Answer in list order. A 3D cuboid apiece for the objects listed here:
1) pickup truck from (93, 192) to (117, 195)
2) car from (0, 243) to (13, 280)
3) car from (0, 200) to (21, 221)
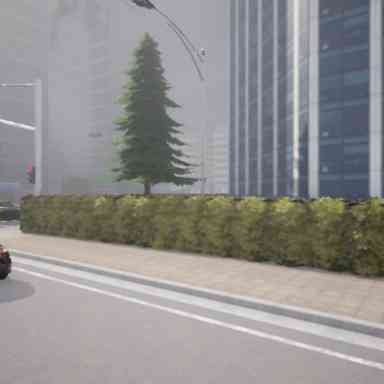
[{"bbox_3d":[-15.737,0.979,61.928,6.274,2.098,2.390,0,0,-24],"label":"pickup truck"},{"bbox_3d":[-6.502,1.547,8.610,4.181,1.385,1.994,0,0,36],"label":"car"},{"bbox_3d":[-13.605,1.312,23.593,2.097,1.767,4.553,0,0,27],"label":"car"}]
